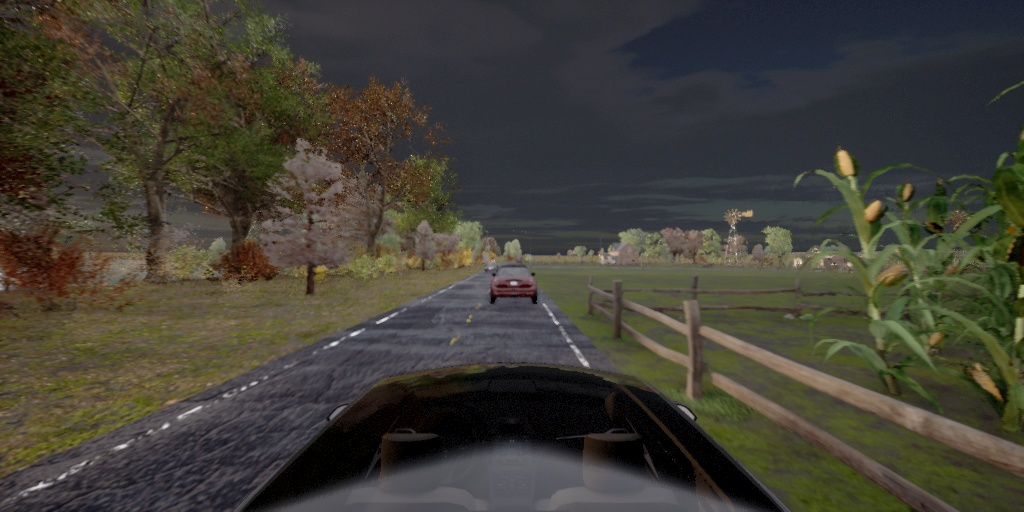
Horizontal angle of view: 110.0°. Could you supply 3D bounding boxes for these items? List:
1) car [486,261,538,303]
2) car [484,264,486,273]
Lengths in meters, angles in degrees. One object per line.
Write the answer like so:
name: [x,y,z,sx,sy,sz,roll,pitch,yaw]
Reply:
car: [0.077,1.182,17.349,2.097,1.767,4.553,0,0,0]
car: [-2.798,1.499,49.628,2.128,1.511,4.902,0,0,0]
